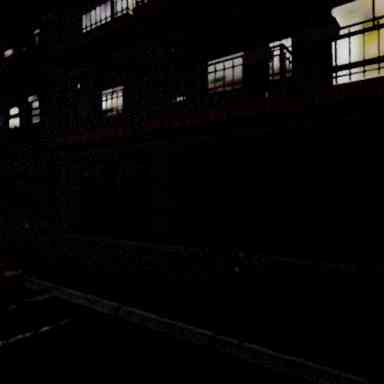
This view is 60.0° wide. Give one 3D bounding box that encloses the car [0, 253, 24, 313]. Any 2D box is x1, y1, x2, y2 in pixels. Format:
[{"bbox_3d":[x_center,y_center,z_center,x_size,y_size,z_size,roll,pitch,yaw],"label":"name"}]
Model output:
[{"bbox_3d":[-4.953,1.447,6.261,4.507,1.381,1.887,1,-1,35],"label":"car"}]
